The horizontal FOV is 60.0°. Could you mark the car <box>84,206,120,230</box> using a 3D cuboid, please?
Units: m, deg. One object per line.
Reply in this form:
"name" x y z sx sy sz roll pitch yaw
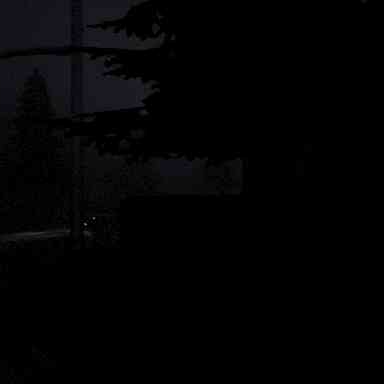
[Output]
"car" -4.994 1.586 21.389 1.895 1.301 4.718 0 0 36
